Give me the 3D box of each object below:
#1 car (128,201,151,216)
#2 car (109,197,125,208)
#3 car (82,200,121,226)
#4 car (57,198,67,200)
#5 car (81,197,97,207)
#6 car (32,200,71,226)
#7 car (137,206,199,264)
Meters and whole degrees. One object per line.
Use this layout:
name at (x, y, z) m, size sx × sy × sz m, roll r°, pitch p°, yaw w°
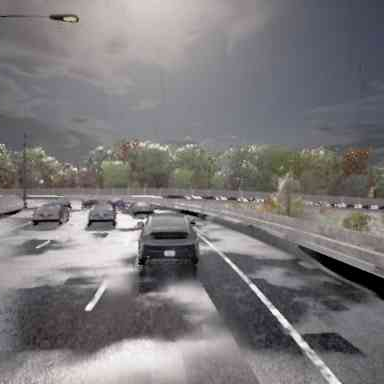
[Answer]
car at (-4.867, 1.498, 31.547) m, size 1.994 × 1.385 × 4.181 m, roll 0°, pitch 0°, yaw -17°
car at (-10.704, 1.440, 46.970) m, size 1.812 × 1.442 × 4.674 m, roll 0°, pitch 0°, yaw -25°
car at (-6.206, 1.509, 23.196) m, size 2.033 × 1.411 × 5.357 m, roll 0°, pitch 0°, yaw -13°
car at (-17.688, 1.508, 45.363) m, size 1.994 × 1.385 × 4.181 m, roll 0°, pitch 0°, yaw -25°
car at (-14.223, 1.434, 46.230) m, size 1.837 × 1.490 × 4.892 m, roll 0°, pitch 0°, yaw -25°
car at (-9.776, 1.521, 23.332) m, size 2.033 × 1.411 × 5.357 m, roll 0°, pitch 0°, yaw -14°
car at (-0.888, 1.477, 11.798) m, size 1.837 × 1.490 × 4.892 m, roll 0°, pitch 0°, yaw -6°
